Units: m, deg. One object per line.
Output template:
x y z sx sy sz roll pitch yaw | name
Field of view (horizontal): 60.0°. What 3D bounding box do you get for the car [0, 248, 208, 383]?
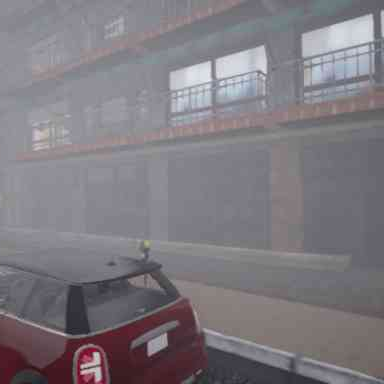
-1.902 1.458 4.245 4.097 1.590 1.967 0 -1 36 | car
